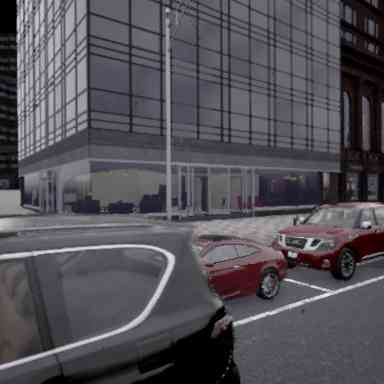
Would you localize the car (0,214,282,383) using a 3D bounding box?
[{"bbox_3d":[-2.226,1.225,1.792,5.566,2.045,2.150,0,0,-35],"label":"car"}]

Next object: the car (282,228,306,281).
[{"bbox_3d":[0.193,1.564,6.787,4.206,1.307,1.802,0,0,-35],"label":"car"}]

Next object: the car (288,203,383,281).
[{"bbox_3d":[4.611,1.273,9.935,5.009,1.841,2.192,0,0,-35],"label":"car"}]
